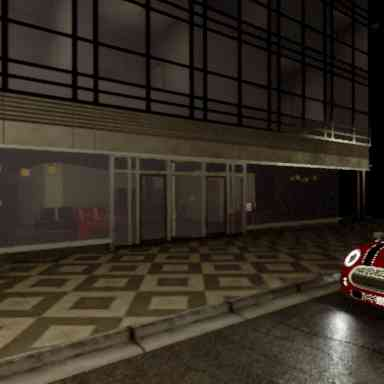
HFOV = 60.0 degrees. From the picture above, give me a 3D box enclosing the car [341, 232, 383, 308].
[{"bbox_3d":[5.172,1.296,7.036,4.553,1.767,2.097,0,0,-35],"label":"car"}]
